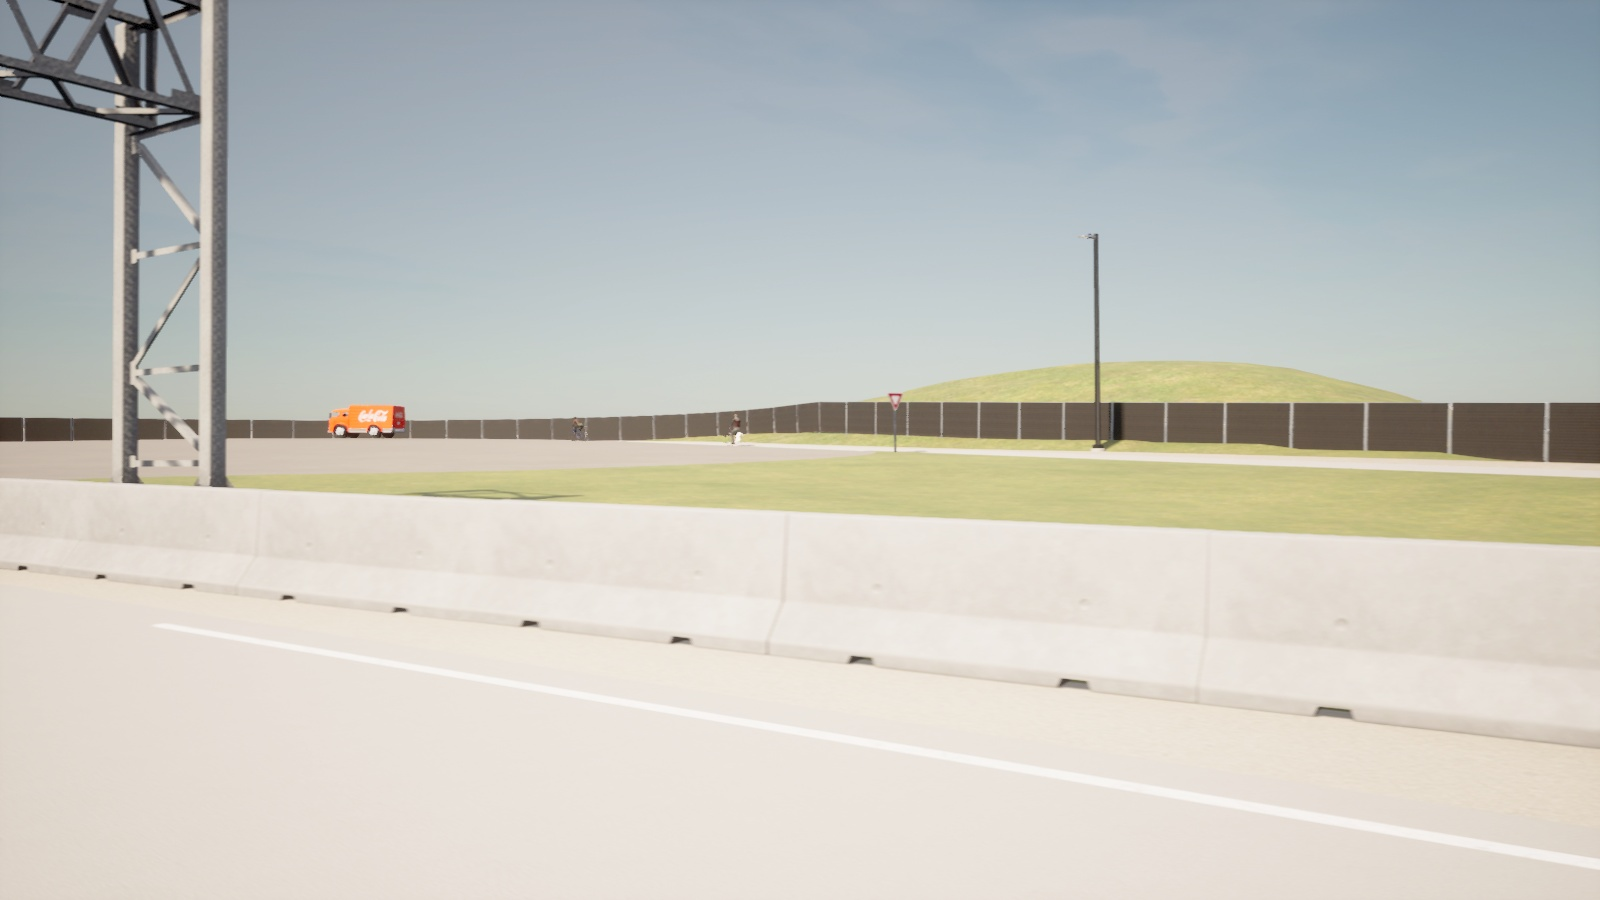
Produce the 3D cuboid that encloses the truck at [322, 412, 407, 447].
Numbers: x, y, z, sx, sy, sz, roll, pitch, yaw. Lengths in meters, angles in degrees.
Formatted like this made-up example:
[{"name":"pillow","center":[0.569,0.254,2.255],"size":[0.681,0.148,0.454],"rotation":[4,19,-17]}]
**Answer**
[{"name":"truck","center":[-32.109,-1.497,92.689],"size":[5.204,2.467,2.627],"rotation":[-1,0,6]}]
